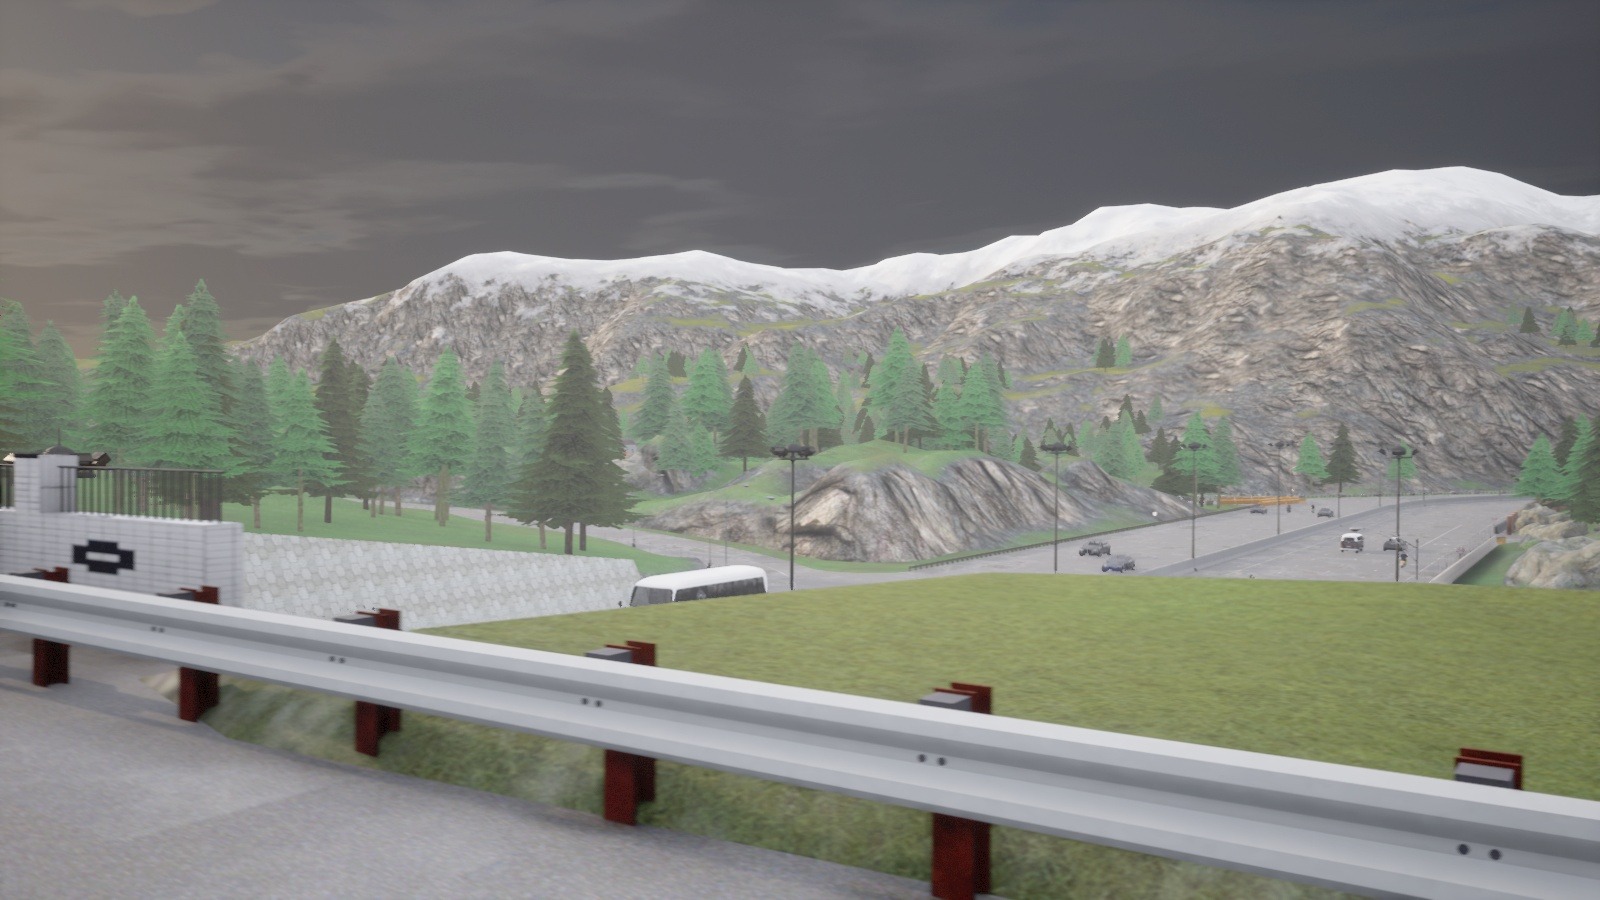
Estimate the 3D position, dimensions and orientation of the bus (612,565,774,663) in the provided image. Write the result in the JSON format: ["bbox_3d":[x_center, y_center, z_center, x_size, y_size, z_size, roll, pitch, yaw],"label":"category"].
[{"bbox_3d":[-6.061,9.421,73.562,3.944,4.253,10.273,0,1,33],"label":"bus"}]
